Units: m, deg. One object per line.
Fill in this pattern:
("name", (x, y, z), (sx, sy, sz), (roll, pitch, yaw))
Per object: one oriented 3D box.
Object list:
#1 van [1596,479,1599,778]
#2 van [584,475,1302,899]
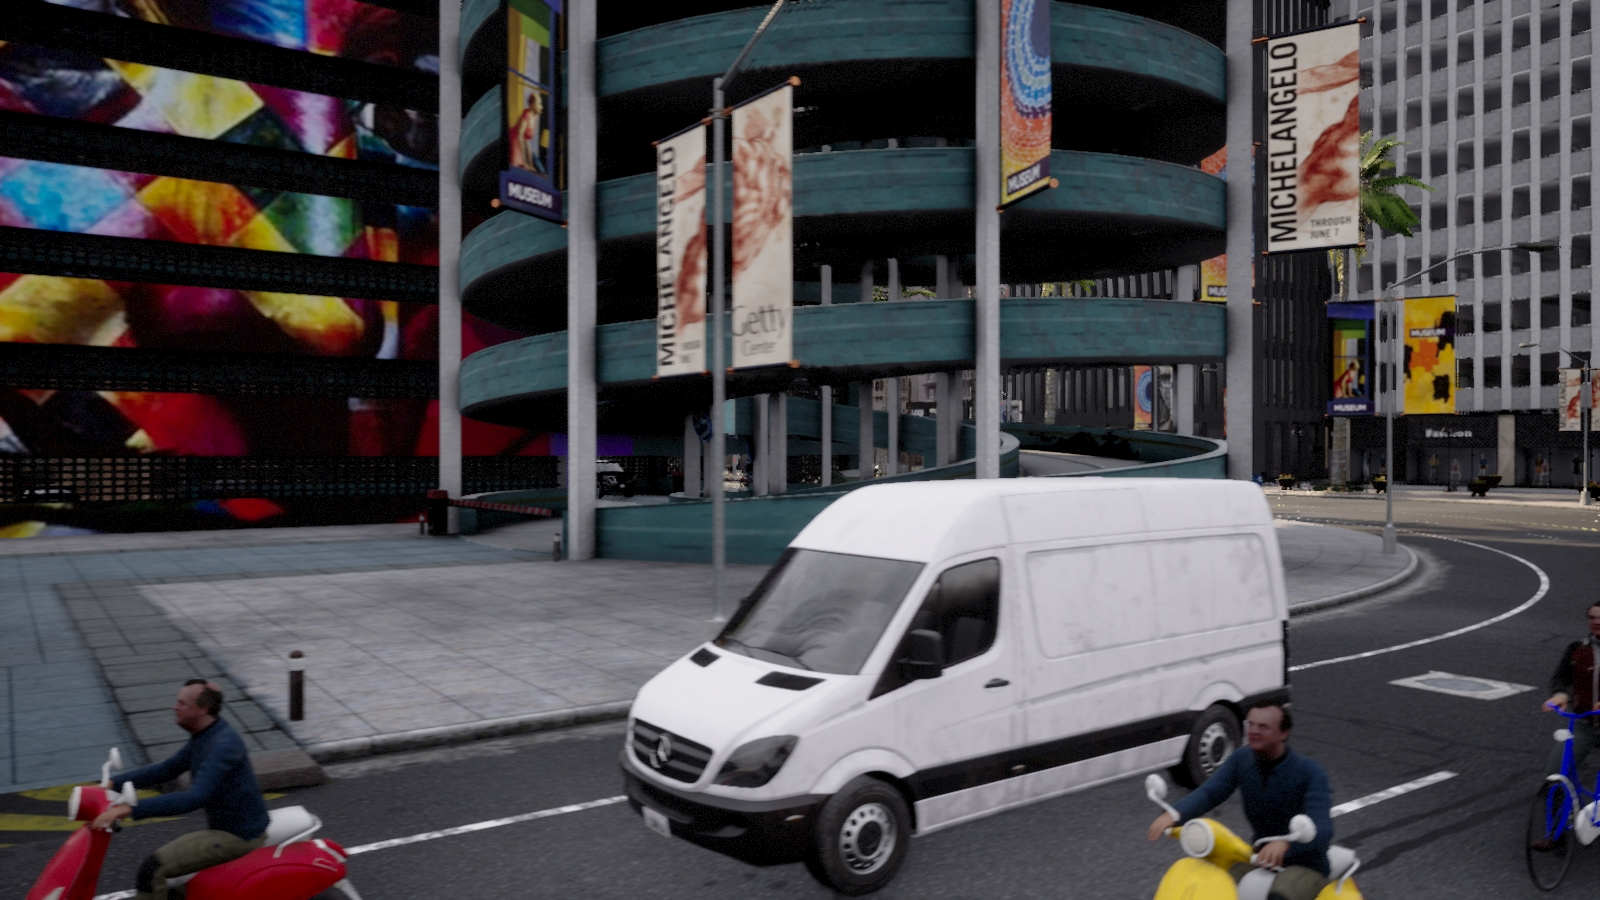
("van", (9.762, 1.534, 10.965), (5.915, 2.561, 1.988), (0, 0, -40))
("van", (1.432, 1.534, 9.123), (5.915, 2.561, 1.988), (0, 0, -36))
